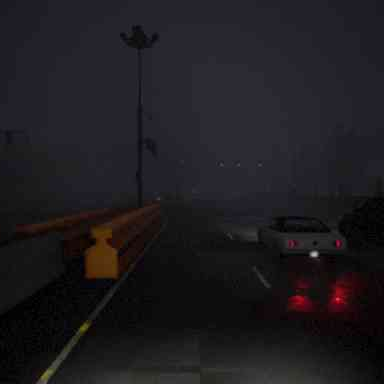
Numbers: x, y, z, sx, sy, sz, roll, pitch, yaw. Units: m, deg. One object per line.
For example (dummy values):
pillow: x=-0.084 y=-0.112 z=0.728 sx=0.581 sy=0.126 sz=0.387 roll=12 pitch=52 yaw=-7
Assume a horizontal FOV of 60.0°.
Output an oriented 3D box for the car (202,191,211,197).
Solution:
car: x=3.939 y=0.547 z=87.289 sx=1.882 sy=1.535 sz=5.008 roll=0 pitch=1 yaw=0

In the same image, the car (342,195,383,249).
car: x=7.054 y=1.118 z=11.277 sx=2.150 sy=2.045 sz=5.566 roll=0 pitch=1 yaw=1

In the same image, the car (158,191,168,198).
car: x=-6.622 y=0.554 z=76.003 sx=2.097 sy=1.767 sz=4.553 roll=0 pitch=1 yaw=0

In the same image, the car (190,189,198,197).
car: x=0.442 y=0.660 z=87.756 sx=1.895 sy=1.301 sz=4.718 roll=0 pitch=1 yaw=0

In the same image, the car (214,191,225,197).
car: x=7.439 y=0.548 z=87.270 sx=1.882 sy=1.535 sz=5.008 roll=0 pitch=1 yaw=0

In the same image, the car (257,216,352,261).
car: x=3.563 y=1.490 z=11.826 sx=1.895 sy=1.301 sz=4.718 roll=0 pitch=1 yaw=1
